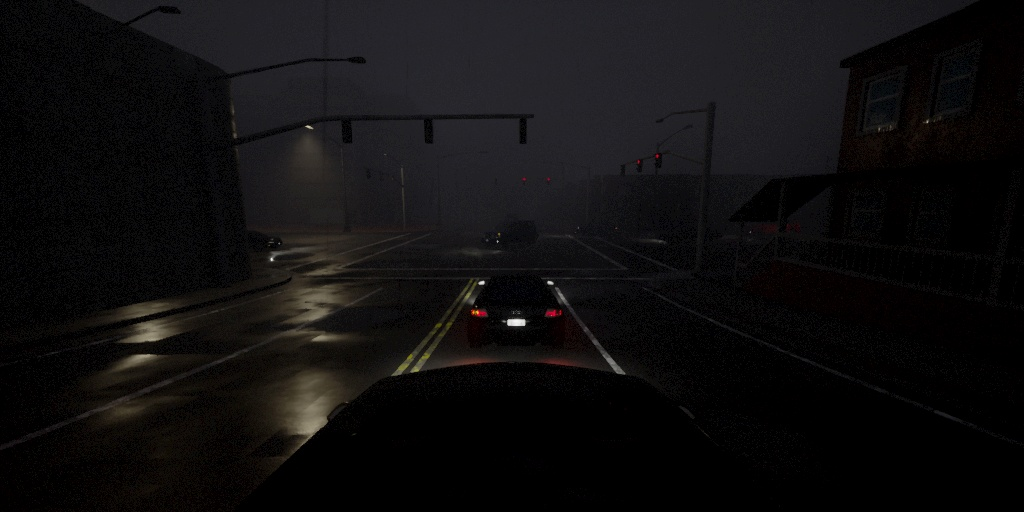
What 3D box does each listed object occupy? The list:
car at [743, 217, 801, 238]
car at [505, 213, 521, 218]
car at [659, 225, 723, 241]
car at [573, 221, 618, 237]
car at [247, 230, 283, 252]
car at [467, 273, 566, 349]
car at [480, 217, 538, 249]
[{"bbox_3d":[26.694,-3.005,37.206,5.566,2.045,2.150,0,8,0],"label":"car"},{"bbox_3d":[0.136,-5.379,53.445,2.150,2.045,5.566,0,8,2],"label":"car"},{"bbox_3d":[16.861,-2.177,33.862,5.357,1.411,2.033,0,8,0],"label":"car"},{"bbox_3d":[8.737,-2.939,37.721,4.553,1.767,2.097,1,8,7],"label":"car"},{"bbox_3d":[-19.944,-1.185,26.976,4.892,1.490,1.837,0,8,1],"label":"car"},{"bbox_3d":[0.098,1.091,8.682,1.994,1.385,4.181,0,3,0],"label":"car"},{"bbox_3d":[-0.131,-1.860,29.530,2.150,2.045,5.566,6,10,40],"label":"car"}]
